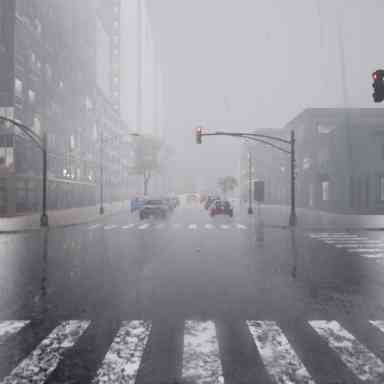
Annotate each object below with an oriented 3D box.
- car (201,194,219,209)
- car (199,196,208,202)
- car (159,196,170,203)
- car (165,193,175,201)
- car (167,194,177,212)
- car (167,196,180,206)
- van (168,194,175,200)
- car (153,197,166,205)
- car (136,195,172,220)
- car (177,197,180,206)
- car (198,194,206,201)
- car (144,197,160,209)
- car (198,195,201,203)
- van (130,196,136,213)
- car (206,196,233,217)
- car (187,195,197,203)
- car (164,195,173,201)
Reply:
[{"bbox_3d":[2.671,1.322,42.359,2.192,1.841,5.009,1,0,0],"label":"car"},{"bbox_3d":[2.636,1.575,76.403,1.947,1.339,4.313,1,0,0],"label":"car"},{"bbox_3d":[-5.739,1.575,70.683,1.947,1.339,4.313,1,0,0],"label":"car"},{"bbox_3d":[-5.749,1.325,87.705,2.192,1.841,5.009,1,0,0],"label":"car"},{"bbox_3d":[-3.130,1.358,37.040,2.097,1.767,4.553,0,0,0],"label":"car"},{"bbox_3d":[-3.111,1.486,57.031,1.882,1.535,5.008,0,0,1],"label":"car"},{"bbox_3d":[-5.755,1.352,93.379,1.690,1.788,3.998,1,0,0],"label":"van"},{"bbox_3d":[-5.729,1.590,59.335,1.802,1.307,4.206,1,0,0],"label":"car"},{"bbox_3d":[-3.124,1.357,28.127,2.097,1.767,4.553,0,0,0],"label":"car"},{"bbox_3d":[-3.131,1.499,46.926,2.128,1.511,4.902,0,0,0],"label":"car"},{"bbox_3d":[2.628,1.450,87.751,1.967,1.590,4.097,1,0,0],"label":"car"},{"bbox_3d":[-5.718,1.533,47.817,1.752,1.417,4.829,1,0,0],"label":"car"},{"bbox_3d":[2.650,1.324,65.055,2.192,1.841,5.009,1,0,0],"label":"car"},{"bbox_3d":[-5.705,1.347,36.639,1.690,1.788,3.998,1,0,0],"label":"van"},{"bbox_3d":[2.678,1.446,31.011,1.967,1.590,4.097,1,0,0],"label":"car"},{"bbox_3d":[0.040,1.361,69.588,2.097,1.767,4.553,0,0,0],"label":"car"},{"bbox_3d":[-5.748,1.561,82.031,2.008,1.369,4.403,1,0,0],"label":"car"}]
